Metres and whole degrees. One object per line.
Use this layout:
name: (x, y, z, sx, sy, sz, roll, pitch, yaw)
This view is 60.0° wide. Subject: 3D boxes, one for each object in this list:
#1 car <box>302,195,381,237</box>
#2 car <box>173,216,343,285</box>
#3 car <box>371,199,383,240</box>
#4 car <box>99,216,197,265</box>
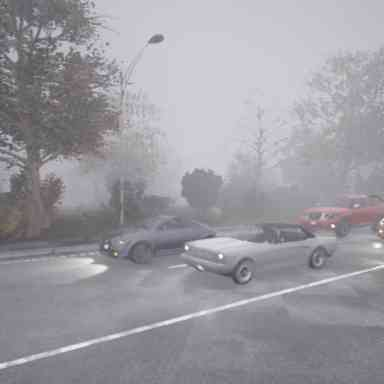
car: (8.304, 1.180, 17.994, 5.566, 2.045, 2.150, 0, 0, -34)
car: (2.041, 1.581, 9.589, 4.718, 1.301, 1.895, 0, 0, -34)
car: (10.593, 1.313, 15.314, 4.553, 1.767, 2.097, 0, 0, -34)
car: (-1.069, 1.544, 11.692, 4.181, 1.385, 1.994, 0, 0, -35)
